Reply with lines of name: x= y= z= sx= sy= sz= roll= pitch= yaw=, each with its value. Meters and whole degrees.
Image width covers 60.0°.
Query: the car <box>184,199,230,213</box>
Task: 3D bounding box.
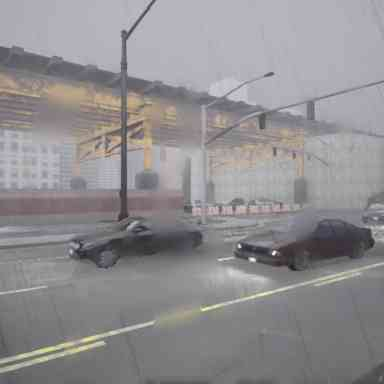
car: x=1.472 y=1.295 z=35.224 sx=4.536 sy=1.218 sz=1.853 roll=0 pitch=0 yaw=8

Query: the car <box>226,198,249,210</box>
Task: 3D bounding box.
car: x=5.289 y=1.295 z=37.945 sx=1.853 sy=1.218 sz=4.536 roll=0 pitch=0 yaw=18

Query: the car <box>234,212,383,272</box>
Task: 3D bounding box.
car: x=3.919 y=1.547 z=10.988 sx=5.357 sy=1.411 sz=2.033 roll=0 pitch=0 yaw=-34

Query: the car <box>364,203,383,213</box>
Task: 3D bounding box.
car: x=13.925 y=1.525 z=24.511 sx=1.812 sy=1.442 sz=4.674 roll=0 pitch=0 yaw=37

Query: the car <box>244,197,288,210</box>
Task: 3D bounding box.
car: x=9.189 y=1.452 z=41.649 sx=4.974 sy=1.542 sz=2.038 roll=0 pitch=0 yaw=-7

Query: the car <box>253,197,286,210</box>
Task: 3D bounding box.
car: x=9.138 y=1.295 z=41.642 sx=4.536 sy=1.218 sz=1.853 roll=0 pitch=0 yaw=-7

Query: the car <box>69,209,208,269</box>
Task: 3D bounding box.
car: x=-1.732 y=1.525 z=11.343 sx=4.674 sy=1.442 sz=1.812 roll=0 pitch=0 yaw=-35

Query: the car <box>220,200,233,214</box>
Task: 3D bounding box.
car: x=1.524 y=1.452 z=35.216 sx=4.974 sy=1.542 sz=2.038 roll=0 pitch=0 yaw=8

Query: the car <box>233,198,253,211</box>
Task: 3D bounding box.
car: x=5.273 y=1.452 z=37.895 sx=2.038 sy=1.542 sz=4.974 roll=0 pitch=0 yaw=18
